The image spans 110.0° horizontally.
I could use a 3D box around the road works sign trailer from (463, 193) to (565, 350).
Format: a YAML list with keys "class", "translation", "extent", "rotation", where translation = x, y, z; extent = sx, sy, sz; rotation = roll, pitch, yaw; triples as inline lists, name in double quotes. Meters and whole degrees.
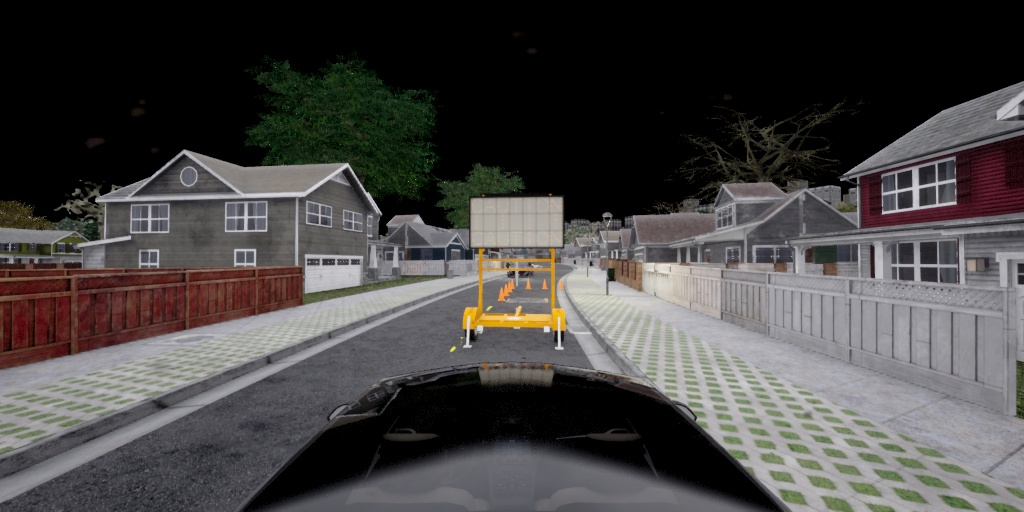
- class: "road works sign trailer"
  translation: [0.131, 0.218, 9.160]
  extent: [2.380, 3.560, 2.880]
  rotation: [0, 0, 5]

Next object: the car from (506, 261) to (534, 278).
- class: "car"
  translation: [0.857, 1.156, 35.193]
  extent: [2.097, 1.767, 4.553]
  rotation: [0, 0, 11]
